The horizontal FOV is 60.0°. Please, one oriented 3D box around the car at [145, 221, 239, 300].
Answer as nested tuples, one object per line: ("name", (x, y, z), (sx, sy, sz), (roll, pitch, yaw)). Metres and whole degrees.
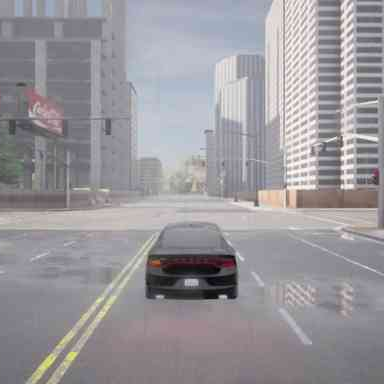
("car", (-0.003, 1.478, 8.464), (1.882, 1.535, 5.008), (0, 0, 0))
